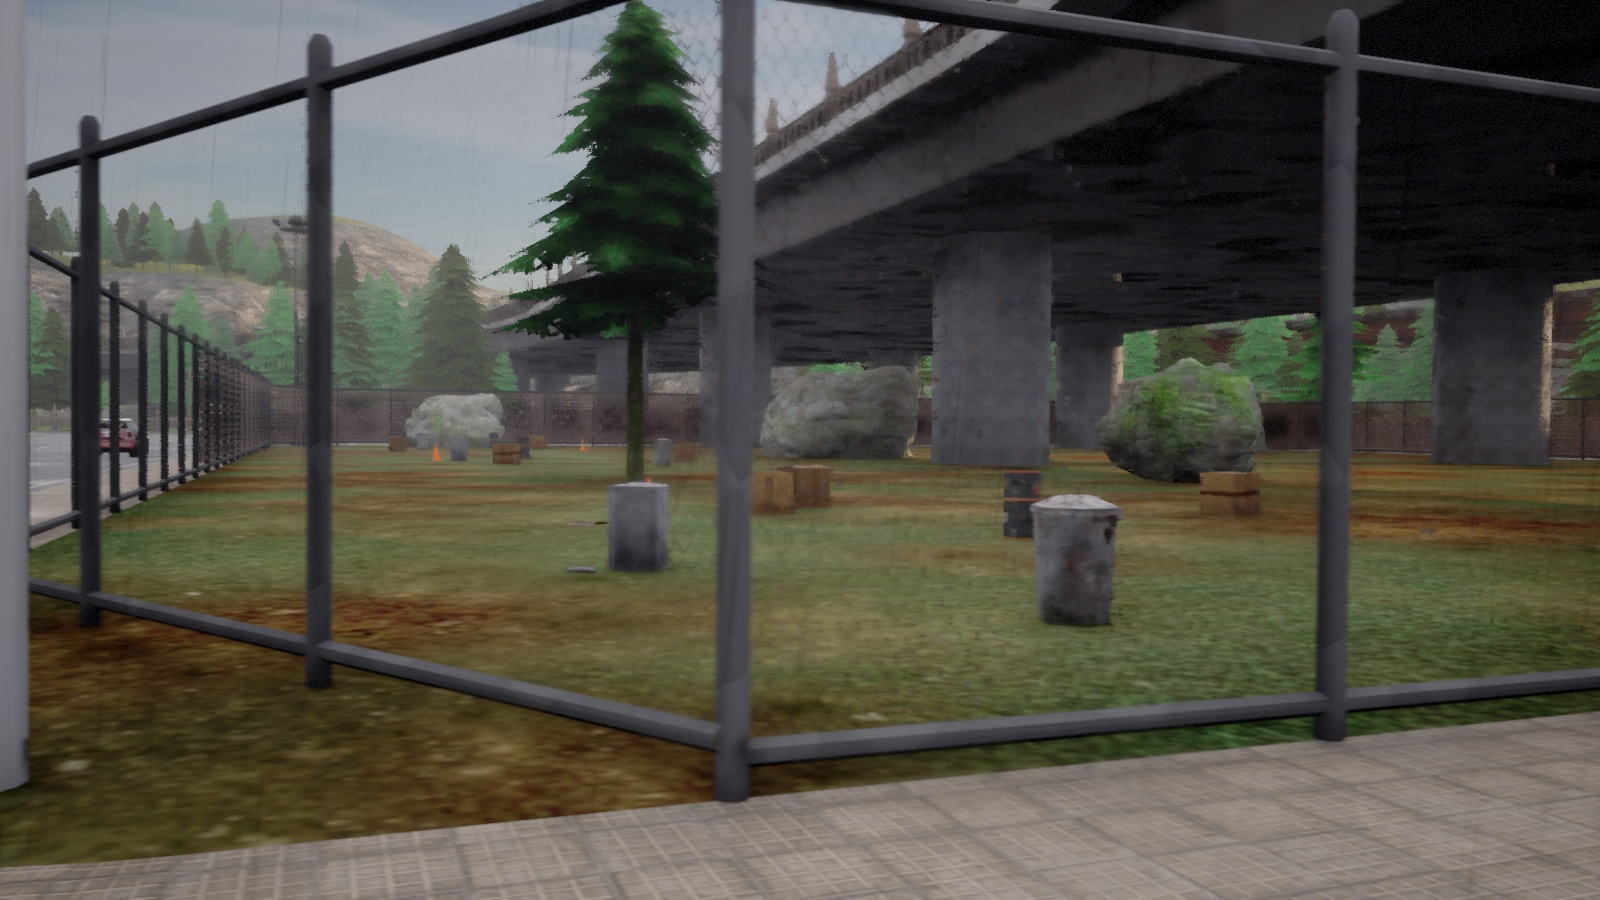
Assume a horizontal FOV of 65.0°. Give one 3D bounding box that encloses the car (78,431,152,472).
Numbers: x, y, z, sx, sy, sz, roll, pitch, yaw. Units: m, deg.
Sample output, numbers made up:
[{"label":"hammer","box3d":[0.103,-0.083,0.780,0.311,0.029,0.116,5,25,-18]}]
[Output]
[{"label":"car","box3d":[-26.340,0.035,48.408,1.970,1.475,3.806,-1,1,-21]}]
